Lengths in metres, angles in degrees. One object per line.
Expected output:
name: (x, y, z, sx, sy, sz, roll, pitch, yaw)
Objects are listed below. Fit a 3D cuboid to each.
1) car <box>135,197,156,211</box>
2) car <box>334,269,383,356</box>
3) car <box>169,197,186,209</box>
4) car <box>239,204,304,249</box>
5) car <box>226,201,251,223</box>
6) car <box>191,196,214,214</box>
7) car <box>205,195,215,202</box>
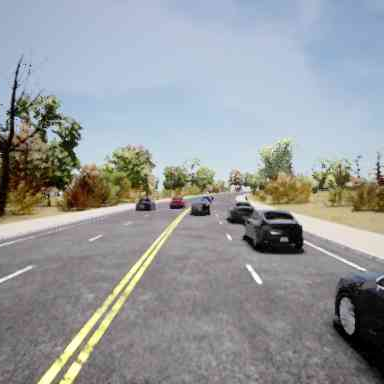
car: (-5.441, 1.437, 39.378, 1.837, 1.490, 4.892, 0, 0, 3)
car: (3.258, 1.504, 3.613, 1.837, 1.490, 4.892, 0, 0, 0)
car: (-1.873, 1.395, 44.309, 1.882, 1.535, 5.008, 0, 0, 4)
car: (3.409, 1.490, 14.537, 1.837, 1.490, 4.892, 0, 0, 1)
car: (3.730, 1.468, 25.459, 1.837, 1.490, 4.892, 0, 0, 2)
car: (0.913, 1.434, 34.022, 2.128, 1.511, 4.902, 0, 0, 3)
car: (3.916, 1.353, 73.707, 1.994, 1.385, 4.181, 0, 0, 6)
